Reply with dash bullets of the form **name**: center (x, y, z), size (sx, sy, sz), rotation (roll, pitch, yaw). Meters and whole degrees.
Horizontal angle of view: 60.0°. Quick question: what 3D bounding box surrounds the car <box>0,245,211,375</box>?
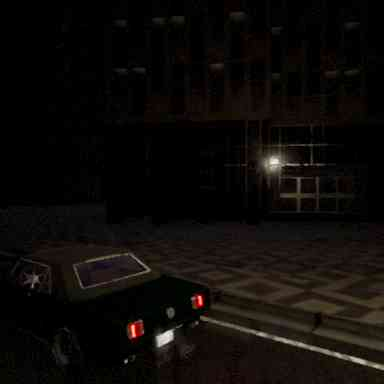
- **car**: center (-2.120, 1.588, 5.604), size (4.718, 1.301, 1.895), rotation (0, 0, 36)
